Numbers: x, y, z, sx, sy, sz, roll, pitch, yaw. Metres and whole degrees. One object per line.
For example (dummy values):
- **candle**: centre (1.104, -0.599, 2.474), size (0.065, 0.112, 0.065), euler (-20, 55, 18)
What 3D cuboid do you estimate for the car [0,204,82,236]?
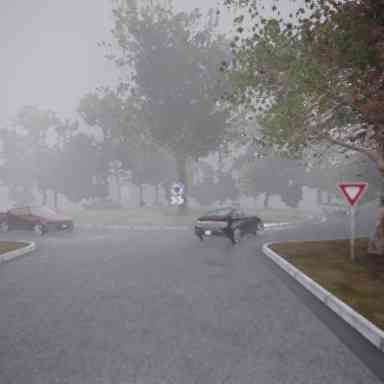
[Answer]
- **car**: centre (-8.783, 1.510, 18.717), size (5.008, 1.535, 1.882), euler (0, 0, 32)

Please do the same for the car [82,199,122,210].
- **car**: centre (-12.225, 1.625, 45.102), size (5.357, 1.411, 2.033), euler (0, 0, -39)

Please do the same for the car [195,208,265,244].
- **car**: centre (1.958, 1.519, 16.223), size (2.128, 1.511, 4.902), euler (-1, -1, 31)

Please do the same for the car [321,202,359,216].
- **car**: centre (14.702, 1.658, 33.384), size (1.895, 1.301, 4.718), euler (0, 0, 0)
